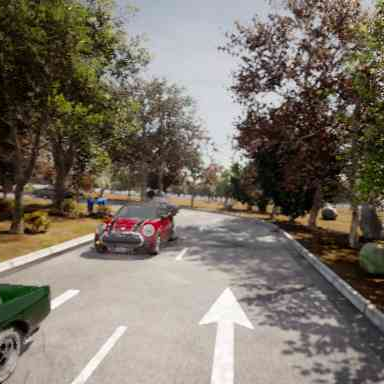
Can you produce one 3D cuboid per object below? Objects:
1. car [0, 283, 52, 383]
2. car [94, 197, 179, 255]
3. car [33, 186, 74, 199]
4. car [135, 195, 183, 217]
[{"bbox_3d":[-3.174,1.501,2.577,1.895,1.301,4.718,2,0,7],"label":"car"},{"bbox_3d":[-1.957,1.183,12.574,2.097,1.767,4.553,2,1,7],"label":"car"},{"bbox_3d":[-15.141,0.032,36.451,4.181,1.385,1.994,5,0,9],"label":"car"},{"bbox_3d":[-2.754,1.082,26.821,1.994,1.385,4.181,2,2,-35],"label":"car"}]
